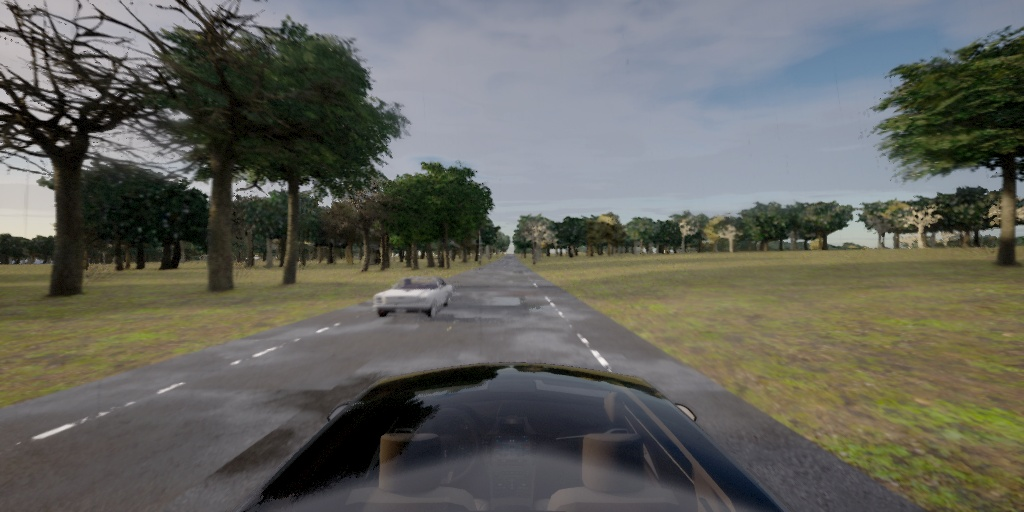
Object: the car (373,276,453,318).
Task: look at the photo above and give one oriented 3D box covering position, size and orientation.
[{"bbox_3d":[-3.500,1.434,13.504,1.895,1.301,4.718,0,0,0],"label":"car"}]
